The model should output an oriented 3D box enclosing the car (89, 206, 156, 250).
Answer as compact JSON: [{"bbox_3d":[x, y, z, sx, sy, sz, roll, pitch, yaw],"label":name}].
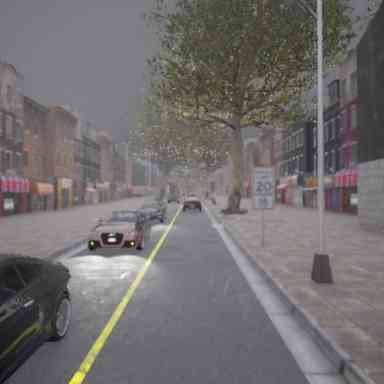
[{"bbox_3d":[-2.833,1.493,13.783,1.994,1.385,4.181,0,1,0],"label":"car"}]

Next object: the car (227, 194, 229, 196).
[{"bbox_3d":[12.262,0.602,94.350,4.829,1.417,1.752,-1,0,0],"label":"car"}]

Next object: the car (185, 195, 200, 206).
[{"bbox_3d":[0.077,1.152,46.999,1.994,1.385,4.181,0,0,1],"label":"car"}]

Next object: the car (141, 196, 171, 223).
[{"bbox_3d":[-2.813,1.325,24.068,1.837,1.490,4.892,0,1,0],"label":"car"}]

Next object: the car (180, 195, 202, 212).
[{"bbox_3d":[0.042,1.187,34.487,1.882,1.535,5.008,0,0,0],"label":"car"}]

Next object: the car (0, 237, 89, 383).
[{"bbox_3d":[-2.844,1.522,3.764,1.812,1.442,4.674,0,0,0],"label":"car"}]

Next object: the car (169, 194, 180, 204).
[{"bbox_3d":[-2.698,1.020,50.099,2.033,1.411,5.357,0,0,0],"label":"car"}]

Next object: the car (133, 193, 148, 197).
[{"bbox_3d":[-14.752,0.923,94.199,4.507,1.381,1.887,-1,0,0],"label":"car"}]
